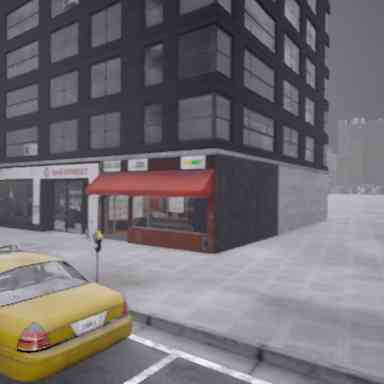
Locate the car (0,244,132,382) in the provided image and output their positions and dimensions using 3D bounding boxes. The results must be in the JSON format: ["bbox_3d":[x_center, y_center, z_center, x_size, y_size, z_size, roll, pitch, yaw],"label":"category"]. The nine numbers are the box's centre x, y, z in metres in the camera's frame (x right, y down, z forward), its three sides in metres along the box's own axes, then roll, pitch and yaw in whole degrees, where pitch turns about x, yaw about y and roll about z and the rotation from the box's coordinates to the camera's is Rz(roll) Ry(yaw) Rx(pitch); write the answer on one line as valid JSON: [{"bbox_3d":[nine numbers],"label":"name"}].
[{"bbox_3d":[-3.092,1.515,5.278,4.829,1.417,1.752,0,1,35],"label":"car"}]
